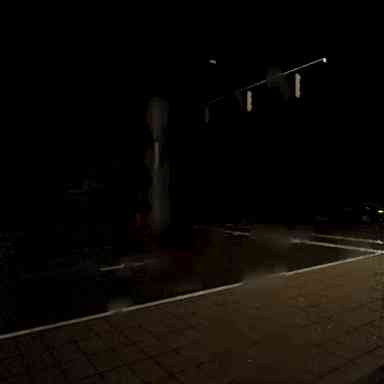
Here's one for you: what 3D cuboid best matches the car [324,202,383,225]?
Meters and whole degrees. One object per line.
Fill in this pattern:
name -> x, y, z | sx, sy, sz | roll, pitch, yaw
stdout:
car -> 11.933, 1.488, 24.208 | 1.837, 1.490, 4.892 | 1, 0, -29
